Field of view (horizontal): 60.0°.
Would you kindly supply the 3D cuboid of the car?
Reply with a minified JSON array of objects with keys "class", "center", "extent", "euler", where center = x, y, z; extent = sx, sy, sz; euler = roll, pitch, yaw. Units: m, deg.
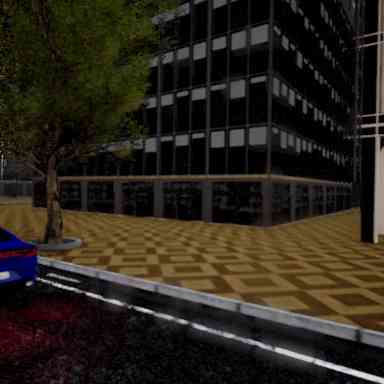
[{"class":"car","center":[-5.547,1.386,7.619],"extent":[5.008,1.535,1.882],"euler":[1,0,35]}]
